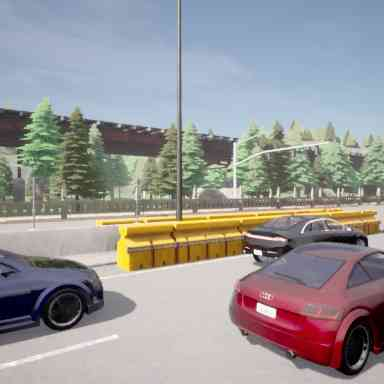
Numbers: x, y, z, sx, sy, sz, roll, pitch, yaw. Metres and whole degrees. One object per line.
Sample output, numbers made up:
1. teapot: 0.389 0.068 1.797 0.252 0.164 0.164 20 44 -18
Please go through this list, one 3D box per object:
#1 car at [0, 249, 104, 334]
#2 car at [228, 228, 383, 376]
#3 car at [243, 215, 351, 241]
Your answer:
1. car: -3.630 1.564 5.453 4.181 1.385 1.994 0 0 -36
2. car: 2.637 1.564 5.639 4.181 1.385 1.994 0 0 -35
3. car: 3.829 1.491 10.786 4.902 1.511 2.128 0 0 -36
